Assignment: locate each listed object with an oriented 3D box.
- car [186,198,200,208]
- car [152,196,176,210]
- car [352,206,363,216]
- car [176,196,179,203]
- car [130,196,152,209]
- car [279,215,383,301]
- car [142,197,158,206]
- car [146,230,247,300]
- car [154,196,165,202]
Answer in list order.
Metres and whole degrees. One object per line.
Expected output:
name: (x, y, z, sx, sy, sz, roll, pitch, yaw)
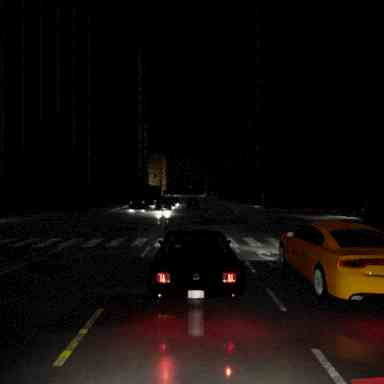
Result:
car: (0.120, 1.543, 46.787, 2.033, 1.411, 5.357, 0, 0, 0)
car: (-3.566, 1.487, 42.888, 2.128, 1.511, 4.902, 0, 0, -1)
car: (16.274, 1.468, 28.578, 4.674, 1.442, 1.812, 0, 0, -1)
car: (-3.563, 1.559, 51.867, 1.994, 1.385, 4.181, 0, 0, 0)
car: (-7.065, 1.348, 44.977, 2.097, 1.767, 4.553, 0, 0, 0)
car: (3.599, 1.477, 8.380, 1.882, 1.535, 5.008, 0, 0, 1)
car: (-7.064, 1.542, 56.054, 2.033, 1.411, 5.357, 0, 0, -1)
car: (0.068, 1.600, 8.357, 1.895, 1.301, 4.718, 0, 0, 0)
car: (-6.971, 1.477, 70.885, 1.895, 1.301, 4.718, 0, 0, 0)
